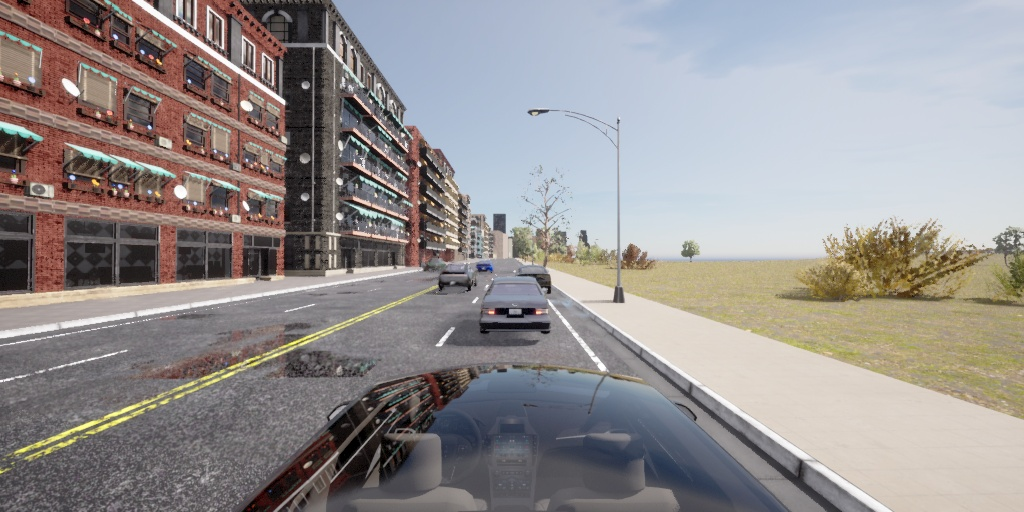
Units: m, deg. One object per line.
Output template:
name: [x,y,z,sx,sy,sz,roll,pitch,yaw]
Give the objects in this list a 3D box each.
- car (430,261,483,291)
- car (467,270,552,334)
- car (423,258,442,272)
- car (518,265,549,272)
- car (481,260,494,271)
car: [-3.177,1.244,21.630,2.128,1.511,4.902,0,0,0]
car: [0.091,1.299,10.607,2.033,1.411,5.357,0,0,0]
car: [-9.906,1.103,45.768,2.097,1.767,4.553,0,0,0]
car: [1.112,1.230,20.371,1.882,1.535,5.008,0,0,0]
car: [-3.203,1.229,43.015,1.882,1.535,5.008,0,0,0]
